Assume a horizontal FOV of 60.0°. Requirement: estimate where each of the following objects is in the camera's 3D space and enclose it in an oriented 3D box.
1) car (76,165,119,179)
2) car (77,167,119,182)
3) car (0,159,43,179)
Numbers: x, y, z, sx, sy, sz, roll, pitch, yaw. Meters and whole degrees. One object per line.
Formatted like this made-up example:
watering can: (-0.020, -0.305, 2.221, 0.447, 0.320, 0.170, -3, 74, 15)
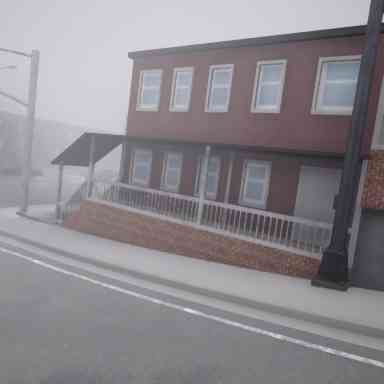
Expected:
car: (-12.713, -2.672, 44.980, 2.033, 1.411, 5.357, 11, 6, 35)
car: (-11.195, -2.180, 41.154, 1.837, 1.490, 4.892, 11, 6, 35)
car: (-17.443, -2.145, 32.501, 2.033, 1.411, 5.357, 11, 6, 37)
